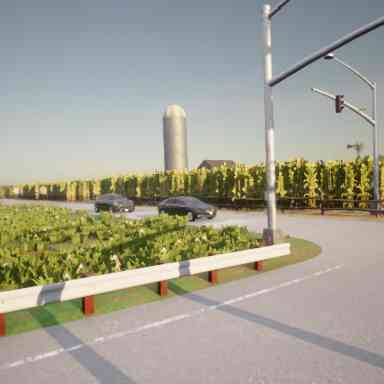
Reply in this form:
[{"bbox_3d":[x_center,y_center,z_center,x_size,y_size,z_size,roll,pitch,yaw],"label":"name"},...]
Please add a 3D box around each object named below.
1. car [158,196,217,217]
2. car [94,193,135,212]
[{"bbox_3d":[-0.414,1.077,22.249,1.837,1.490,4.892,-4,2,-40],"label":"car"},{"bbox_3d":[-7.057,0.964,30.062,2.097,1.767,4.553,-4,2,-40],"label":"car"}]
